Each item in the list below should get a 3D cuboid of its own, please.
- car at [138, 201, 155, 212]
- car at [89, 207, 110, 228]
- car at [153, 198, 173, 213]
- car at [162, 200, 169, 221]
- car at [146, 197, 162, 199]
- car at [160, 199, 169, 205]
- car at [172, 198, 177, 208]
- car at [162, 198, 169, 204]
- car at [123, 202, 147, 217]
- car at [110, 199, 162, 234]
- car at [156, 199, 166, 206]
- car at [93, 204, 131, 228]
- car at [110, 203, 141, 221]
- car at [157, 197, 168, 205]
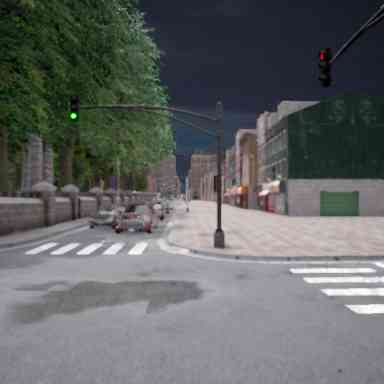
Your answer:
[{"bbox_3d":[-6.285,1.993,46.608,1.802,1.307,4.206,1,-1,-1],"label":"car"},{"bbox_3d":[-5.826,1.734,23.128,2.008,1.369,4.403,2,-1,-1],"label":"car"},{"bbox_3d":[-3.620,1.859,40.201,1.837,1.490,4.892,0,-1,-1],"label":"car"},{"bbox_3d":[-3.416,1.785,30.554,1.812,1.442,4.674,0,-1,-1],"label":"car"},{"bbox_3d":[-6.391,1.785,52.059,2.192,1.841,5.009,1,-1,-1],"label":"car"},{"bbox_3d":[-7.073,2.428,84.748,2.008,1.369,4.403,1,-1,-1],"label":"car"},{"bbox_3d":[-3.799,2.067,50.881,1.895,1.301,4.718,0,-1,-1],"label":"car"},{"bbox_3d":[-7.182,2.477,90.029,1.752,1.417,4.829,1,-1,-1],"label":"car"},{"bbox_3d":[-6.059,1.866,35.710,1.947,1.339,4.313,2,-1,-1],"label":"car"},{"bbox_3d":[-3.286,1.519,20.454,2.097,1.767,4.553,0,-1,1],"label":"car"},{"bbox_3d":[-6.844,2.256,73.682,1.752,1.417,4.829,1,-1,-1],"label":"car"},{"bbox_3d":[-5.891,1.726,25.101,1.752,1.417,4.829,2,-1,-1],"label":"car"},{"bbox_3d":[-5.946,1.799,30.262,2.008,1.369,4.403,2,-1,-1],"label":"car"},{"bbox_3d":[-6.955,2.119,79.304,2.192,1.841,5.009,1,-1,-1],"label":"car"}]
